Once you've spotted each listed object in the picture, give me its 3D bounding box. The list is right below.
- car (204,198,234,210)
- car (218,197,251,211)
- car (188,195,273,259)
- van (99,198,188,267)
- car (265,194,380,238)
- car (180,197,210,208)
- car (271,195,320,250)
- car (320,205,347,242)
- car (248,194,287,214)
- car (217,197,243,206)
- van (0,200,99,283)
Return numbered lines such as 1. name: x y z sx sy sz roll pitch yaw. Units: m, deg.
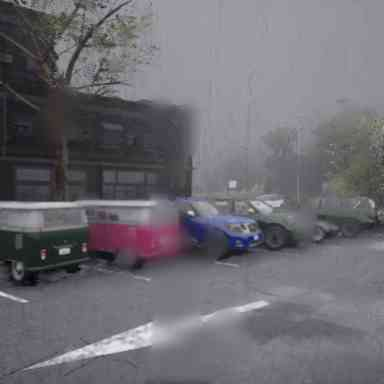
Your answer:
1. car: 3.842 1.609 46.184 2.002 1.452 4.674 -1 0 36
2. car: 5.641 1.563 43.849 1.946 1.575 5.366 -1 0 36
3. car: -0.065 1.255 13.013 5.566 2.045 2.435 -1 -1 34
4. van: -2.598 1.274 11.367 4.442 1.987 1.878 -1 -1 35
5. car: 7.108 1.279 18.185 5.566 2.045 2.435 -1 -1 35
6. car: 0.494 1.571 51.166 2.097 1.535 5.008 0 1 36
7. car: 2.344 1.262 14.730 5.566 2.045 2.435 -1 -1 34
8. car: 4.756 1.551 16.457 4.792 1.488 2.163 -1 -1 34
9. car: 8.896 1.315 38.695 2.435 2.045 5.566 0 1 36
10. car: 6.697 1.623 58.790 1.837 1.490 4.892 0 0 -34
11. van: -5.007 1.266 9.649 4.442 1.987 1.878 -1 -1 35
